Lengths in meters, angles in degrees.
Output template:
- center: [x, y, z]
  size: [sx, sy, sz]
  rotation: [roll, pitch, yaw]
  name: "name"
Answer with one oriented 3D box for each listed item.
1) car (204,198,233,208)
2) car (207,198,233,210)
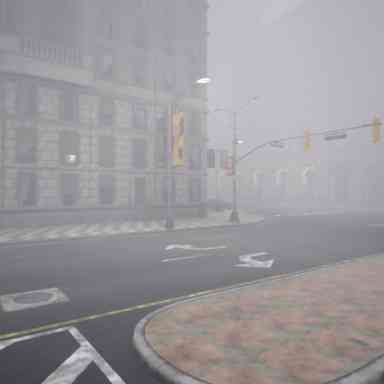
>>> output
- center: [3.807, 1.564, 48.240]
  size: [1.994, 1.385, 4.181]
  rotation: [0, 0, -35]
  name: "car"
- center: [3.295, 1.564, 42.934]
  size: [1.994, 1.385, 4.181]
  rotation: [0, 0, -36]
  name: "car"
